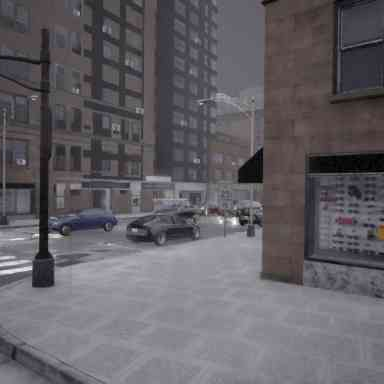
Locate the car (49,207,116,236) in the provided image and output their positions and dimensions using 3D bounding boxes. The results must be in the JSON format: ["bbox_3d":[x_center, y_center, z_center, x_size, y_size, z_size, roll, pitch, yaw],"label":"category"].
[{"bbox_3d":[-6.458,1.634,19.499,1.812,1.442,4.674,1,0,38],"label":"car"}]

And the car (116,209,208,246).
[{"bbox_3d":[-1.323,1.764,16.449,1.947,1.339,4.313,0,0,36],"label":"car"}]

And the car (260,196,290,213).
[{"bbox_3d":[10.918,1.573,43.481,2.150,2.045,5.566,1,0,33],"label":"car"}]

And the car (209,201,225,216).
[{"bbox_3d":[1.431,1.645,34.807,1.967,1.590,4.097,0,0,36],"label":"car"}]

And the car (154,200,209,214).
[{"bbox_3d":[-1.085,1.671,26.933,2.128,1.511,4.902,1,0,36],"label":"car"}]

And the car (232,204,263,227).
[{"bbox_3d":[5.118,1.850,25.358,1.947,1.339,4.313,0,0,36],"label":"car"}]

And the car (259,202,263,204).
[{"bbox_3d":[7.770,1.823,43.578,1.752,1.417,4.829,0,0,36],"label":"car"}]

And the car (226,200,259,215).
[{"bbox_3d":[4.786,1.613,35.036,2.097,1.767,4.553,1,0,36],"label":"car"}]
